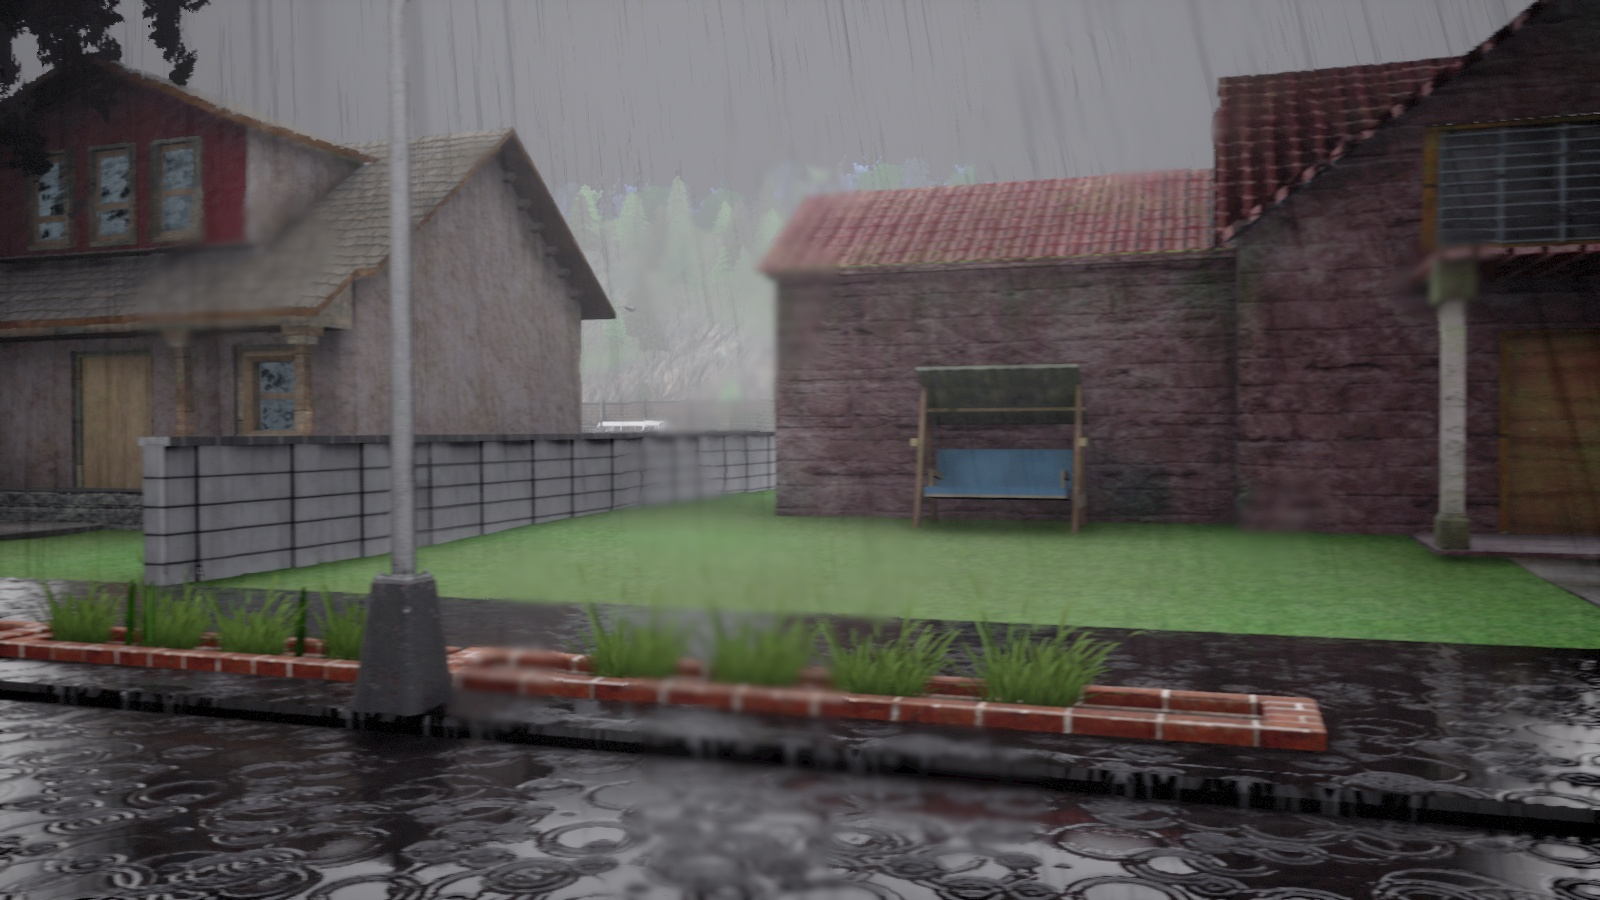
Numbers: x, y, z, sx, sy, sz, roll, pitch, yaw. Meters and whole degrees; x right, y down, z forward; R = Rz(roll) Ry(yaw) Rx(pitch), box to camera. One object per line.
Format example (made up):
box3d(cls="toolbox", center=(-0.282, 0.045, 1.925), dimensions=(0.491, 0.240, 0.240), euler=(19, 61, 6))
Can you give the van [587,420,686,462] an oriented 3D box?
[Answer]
box3d(cls="van", center=(-8.167, -0.488, 62.915), dimensions=(4.480, 2.038, 2.069), euler=(1, 1, 19))
